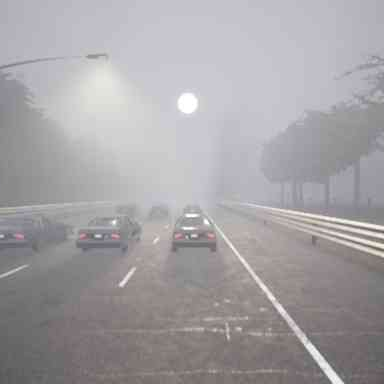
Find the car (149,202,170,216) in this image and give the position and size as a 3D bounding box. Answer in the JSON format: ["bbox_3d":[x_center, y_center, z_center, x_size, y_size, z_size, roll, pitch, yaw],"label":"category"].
[{"bbox_3d":[-3.436,1.829,35.991,1.812,1.442,4.674,0,0,0],"label":"car"}]

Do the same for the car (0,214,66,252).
[{"bbox_3d":[-6.915,1.675,14.571,2.033,1.411,5.357,0,0,0],"label":"car"}]

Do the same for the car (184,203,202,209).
[{"bbox_3d":[0.064,1.864,35.562,1.994,1.385,4.181,0,0,0],"label":"car"}]

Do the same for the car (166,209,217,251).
[{"bbox_3d":[0.084,1.677,14.712,2.033,1.411,5.357,0,0,0],"label":"car"}]

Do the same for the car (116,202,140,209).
[{"bbox_3d":[-6.936,1.784,36.408,1.882,1.535,5.008,0,0,0],"label":"car"}]

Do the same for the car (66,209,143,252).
[{"bbox_3d":[-3.415,1.675,14.604,2.033,1.411,5.357,0,0,0],"label":"car"}]
